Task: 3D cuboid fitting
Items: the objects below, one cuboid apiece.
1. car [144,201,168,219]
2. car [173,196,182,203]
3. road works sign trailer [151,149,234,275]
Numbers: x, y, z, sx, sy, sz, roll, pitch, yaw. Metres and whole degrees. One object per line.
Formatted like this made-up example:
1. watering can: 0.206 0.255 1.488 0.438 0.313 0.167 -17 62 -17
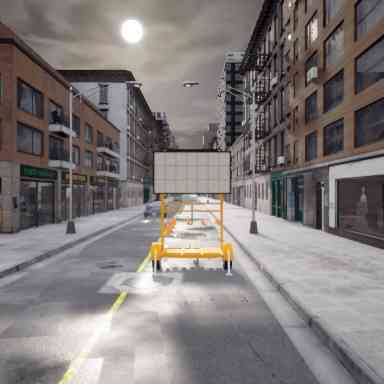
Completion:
1. car: -3.089 1.542 29.314 1.812 1.442 4.674 0 0 0
2. car: -2.973 1.632 69.608 2.033 1.411 5.357 0 0 0
3. road works sign trailer: 0.004 0.466 10.380 2.380 3.560 2.880 0 0 0
